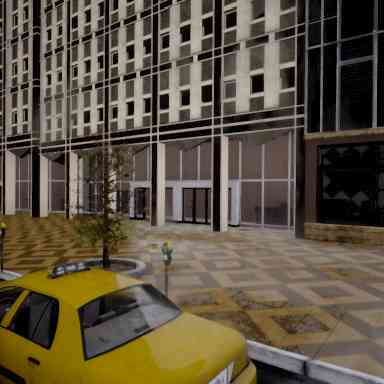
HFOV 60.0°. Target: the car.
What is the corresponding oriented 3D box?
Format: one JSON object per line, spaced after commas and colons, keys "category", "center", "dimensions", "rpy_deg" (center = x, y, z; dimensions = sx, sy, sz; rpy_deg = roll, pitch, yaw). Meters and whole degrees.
{"category": "car", "center": [-1.654, 1.524, 4.076], "dimensions": [4.829, 1.417, 1.752], "rpy_deg": [0, 1, 36]}
